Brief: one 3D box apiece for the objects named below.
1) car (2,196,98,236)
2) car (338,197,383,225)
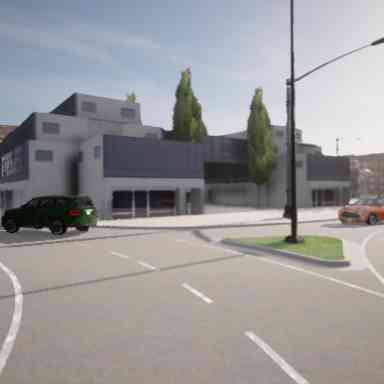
[{"bbox_3d":[-7.926,1.236,18.550,5.566,2.045,2.150,-1,0,22],"label":"car"},{"bbox_3d":[11.772,1.154,22.054,4.553,1.767,2.097,0,0,-32],"label":"car"}]
